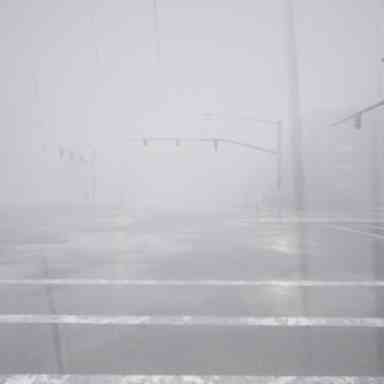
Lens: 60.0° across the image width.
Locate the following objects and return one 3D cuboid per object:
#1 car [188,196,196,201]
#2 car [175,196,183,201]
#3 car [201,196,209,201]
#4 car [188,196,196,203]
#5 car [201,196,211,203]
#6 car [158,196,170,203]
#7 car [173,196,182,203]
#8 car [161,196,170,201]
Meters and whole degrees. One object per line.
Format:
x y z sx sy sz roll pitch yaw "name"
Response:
-0.054 1.737 89.813 2.128 1.511 4.902 0 0 0 "car"
-3.554 1.807 89.840 1.895 1.301 4.718 0 0 0 "car"
3.446 1.752 89.815 2.033 1.411 5.357 0 0 0 "car"
-0.046 1.781 79.395 2.128 1.511 4.902 0 0 0 "car"
3.453 1.810 79.814 1.994 1.385 4.181 0 0 0 "car"
-7.047 1.853 79.836 1.895 1.301 4.718 0 0 0 "car"
-3.547 1.782 79.809 1.812 1.442 4.674 0 0 0 "car"
-7.054 1.751 89.807 2.033 1.411 5.357 0 0 0 "car"
